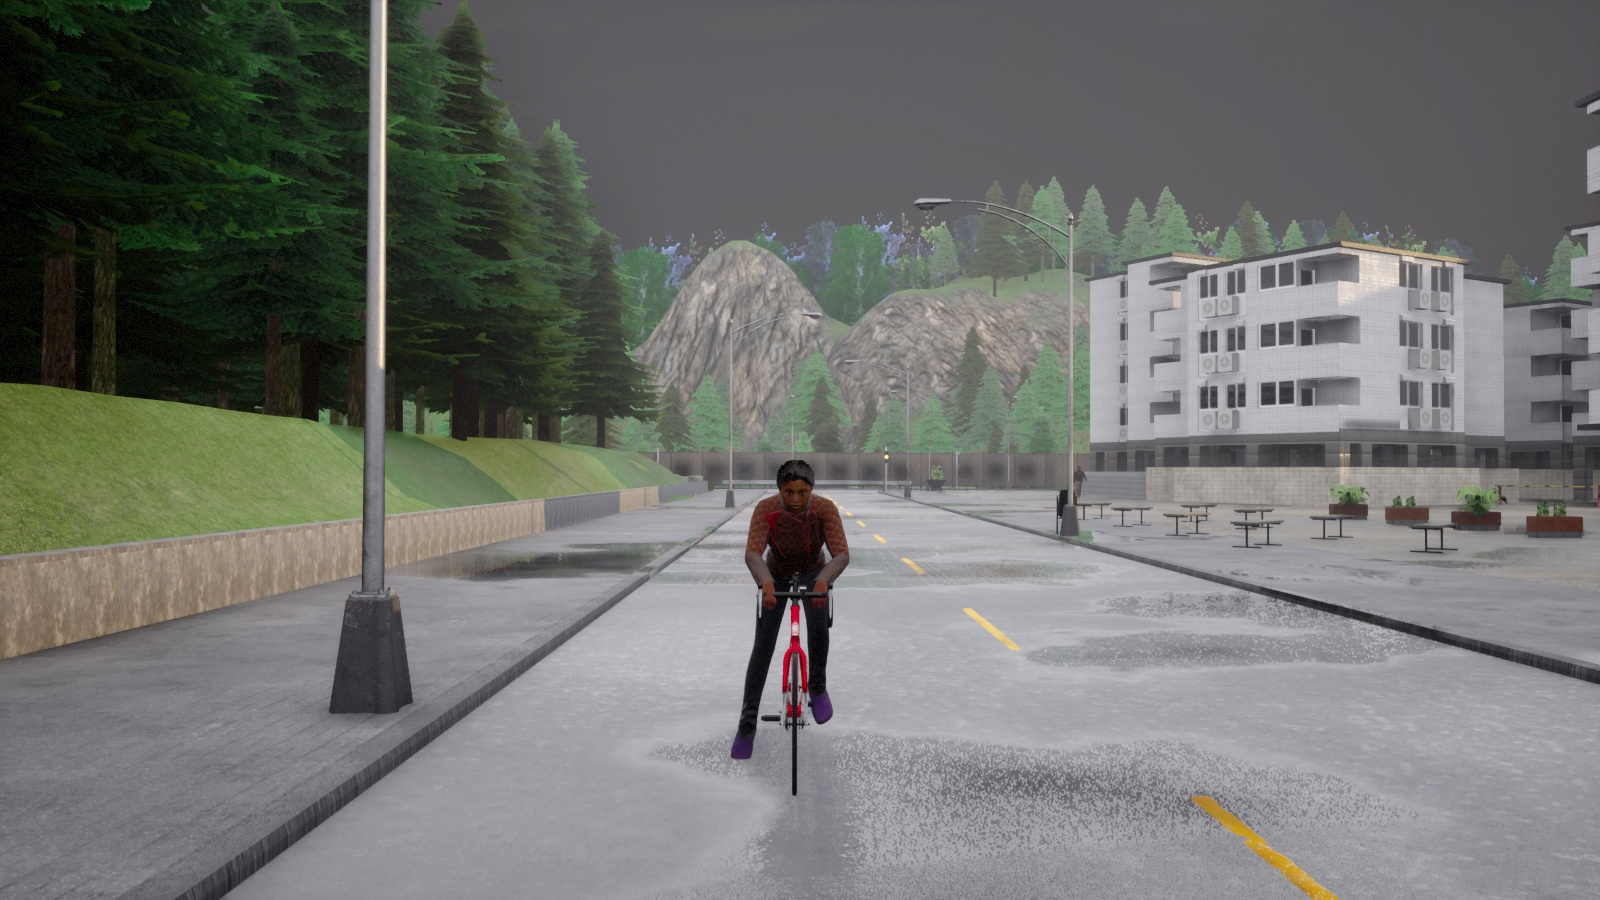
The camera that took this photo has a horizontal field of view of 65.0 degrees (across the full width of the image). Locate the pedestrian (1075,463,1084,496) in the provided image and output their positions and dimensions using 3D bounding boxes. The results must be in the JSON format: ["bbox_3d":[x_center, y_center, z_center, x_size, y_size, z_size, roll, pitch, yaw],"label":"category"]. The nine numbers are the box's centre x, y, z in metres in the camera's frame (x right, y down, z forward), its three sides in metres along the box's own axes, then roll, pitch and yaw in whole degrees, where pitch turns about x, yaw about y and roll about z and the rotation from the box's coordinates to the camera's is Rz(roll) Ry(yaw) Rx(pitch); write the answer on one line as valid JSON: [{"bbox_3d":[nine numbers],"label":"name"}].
[{"bbox_3d":[15.326,1.617,68.898,0.431,1.840,0.703,0,-1,9],"label":"pedestrian"}]

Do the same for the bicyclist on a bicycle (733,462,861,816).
[{"bbox_3d":[-0.018,0.878,6.593,0.582,1.620,1.656,0,-1,0],"label":"bicyclist on a bicycle"}]
